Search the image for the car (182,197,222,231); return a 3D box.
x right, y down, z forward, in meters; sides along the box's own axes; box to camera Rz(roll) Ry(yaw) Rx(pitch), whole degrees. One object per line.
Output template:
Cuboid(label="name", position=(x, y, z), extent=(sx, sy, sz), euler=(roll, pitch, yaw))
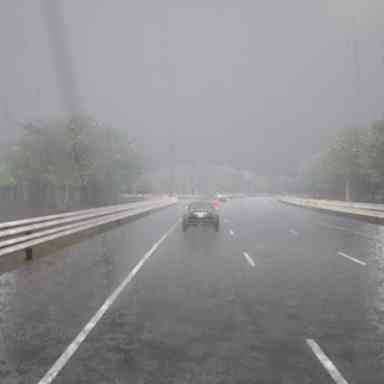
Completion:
Cuboid(label="car", position=(0.593, 1.351, 20.637), extent=(2.097, 1.767, 4.553), euler=(0, 0, 3))

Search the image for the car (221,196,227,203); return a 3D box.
Cuboid(label="car", position=(6.439, 1.597, 71.350), extent=(1.895, 1.301, 4.718), euler=(0, 0, 11))
